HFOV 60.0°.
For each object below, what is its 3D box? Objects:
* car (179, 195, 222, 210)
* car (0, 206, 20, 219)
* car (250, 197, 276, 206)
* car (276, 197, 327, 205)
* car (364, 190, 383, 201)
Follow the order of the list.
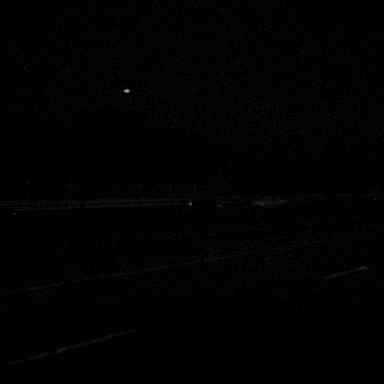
[{"bbox_3d":[0.865,1.133,34.567,4.553,1.767,2.097,-1,0,-35],"label":"car"},{"bbox_3d":[-13.187,1.511,20.378,4.674,1.442,1.812,-1,0,-35],"label":"car"},{"bbox_3d":[8.274,1.246,35.468,4.674,1.442,1.812,-1,0,-35],"label":"car"},{"bbox_3d":[9.577,1.260,27.849,4.892,1.490,1.837,0,0,-35],"label":"car"},{"bbox_3d":[31.191,0.725,55.927,5.566,2.045,2.150,0,0,-35],"label":"car"}]
